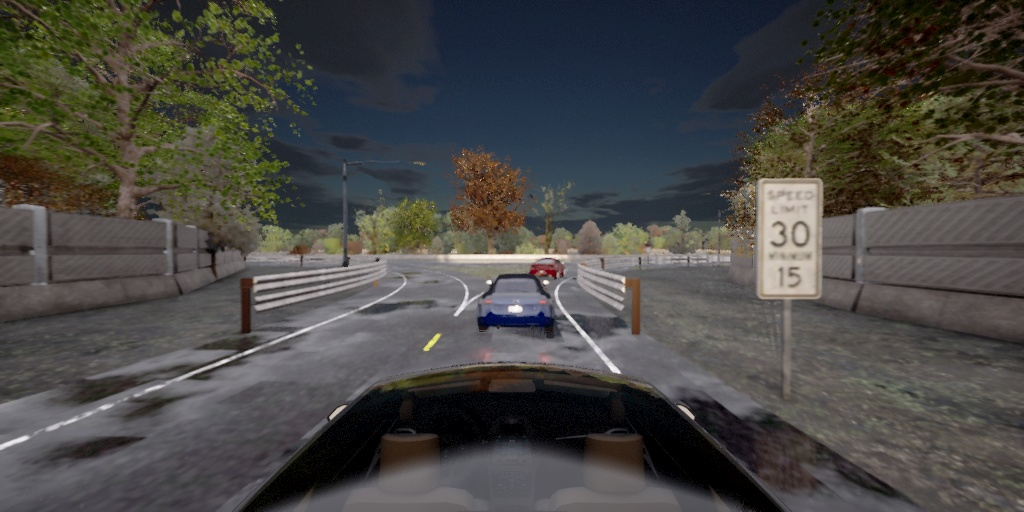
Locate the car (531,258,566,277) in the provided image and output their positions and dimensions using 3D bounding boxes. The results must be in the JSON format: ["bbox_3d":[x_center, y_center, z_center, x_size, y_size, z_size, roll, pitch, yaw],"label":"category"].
[{"bbox_3d":[2.743,0.863,26.590,1.882,1.535,5.008,0,1,18],"label":"car"}]

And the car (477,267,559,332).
[{"bbox_3d":[0.150,1.186,10.431,1.994,1.385,4.181,0,1,2],"label":"car"}]
